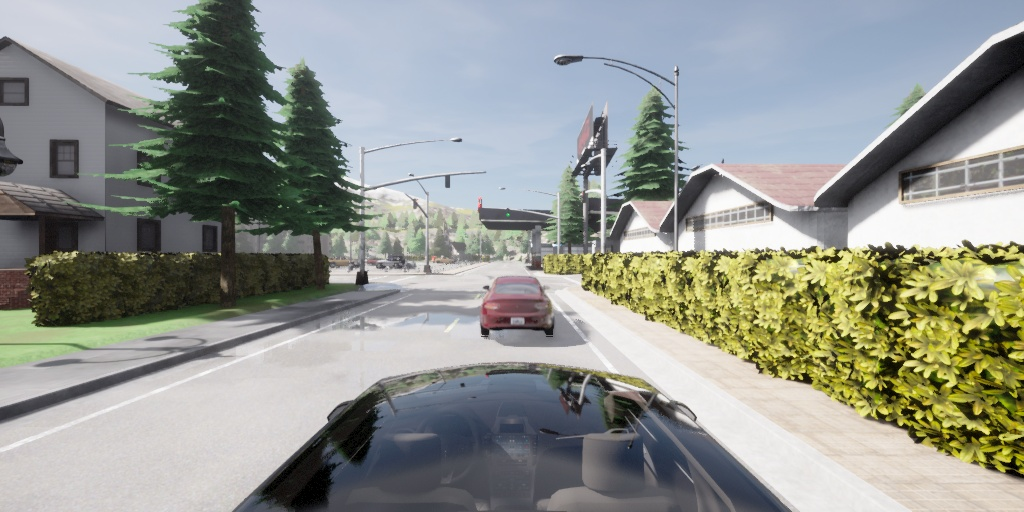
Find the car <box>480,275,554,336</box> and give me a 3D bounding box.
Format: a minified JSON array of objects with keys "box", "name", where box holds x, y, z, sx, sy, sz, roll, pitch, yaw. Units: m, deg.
[{"box":[0.128,1.276,10.267,1.812,1.442,4.674,0,0,0],"name":"car"}]
